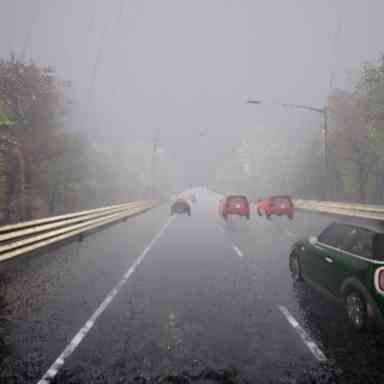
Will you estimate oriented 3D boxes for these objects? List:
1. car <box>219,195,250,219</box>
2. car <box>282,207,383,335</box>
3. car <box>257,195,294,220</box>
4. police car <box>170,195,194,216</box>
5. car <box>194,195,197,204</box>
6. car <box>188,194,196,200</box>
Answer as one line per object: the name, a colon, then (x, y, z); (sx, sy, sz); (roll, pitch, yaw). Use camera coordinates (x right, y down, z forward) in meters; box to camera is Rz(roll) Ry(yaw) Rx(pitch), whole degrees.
car: (3.607, 1.229, 28.852); (2.150, 2.045, 5.566); (0, 0, 0)
car: (3.601, 1.354, 6.870); (2.097, 1.767, 4.553); (0, 0, 0)
car: (7.107, 1.229, 28.747); (2.150, 2.045, 5.566); (0, 0, 0)
police car: (-1.040, 1.434, 32.365); (1.930, 1.638, 5.238); (0, 0, 0)
car: (0.019, 1.560, 66.549); (2.033, 1.411, 5.357); (0, 0, 0)
car: (0.025, 1.342, 86.181); (1.837, 1.490, 4.892); (0, 1, 0)
